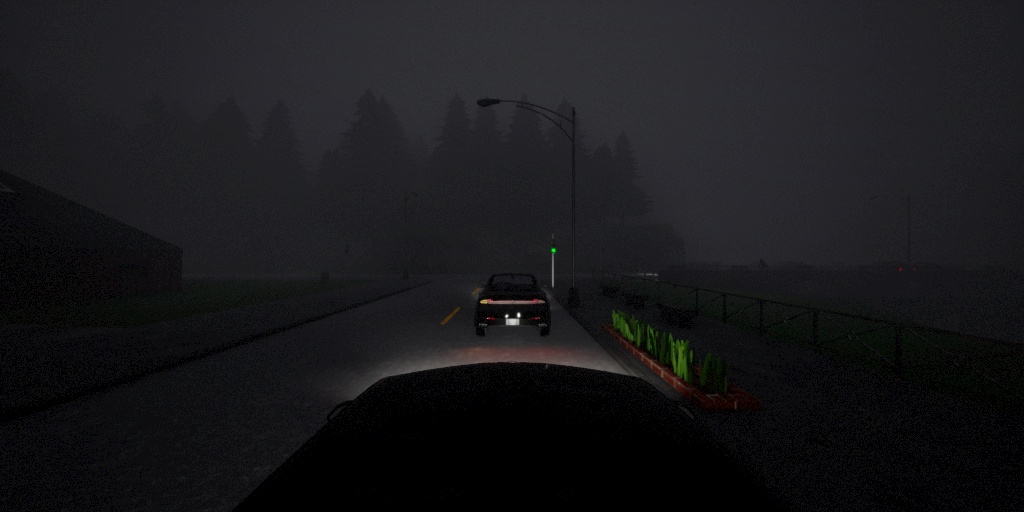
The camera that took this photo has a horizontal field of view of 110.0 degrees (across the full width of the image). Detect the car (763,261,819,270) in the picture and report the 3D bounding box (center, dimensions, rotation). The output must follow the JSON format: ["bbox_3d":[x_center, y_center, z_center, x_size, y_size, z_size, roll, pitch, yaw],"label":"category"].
[{"bbox_3d":[29.869,1.297,38.723,5.357,1.411,2.033,0,0,0],"label":"car"}]

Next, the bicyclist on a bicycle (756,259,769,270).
[{"bbox_3d":[21.215,1.099,30.347,0.582,1.620,1.656,0,0,0],"label":"bicyclist on a bicycle"}]

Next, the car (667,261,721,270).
[{"bbox_3d":[19.570,1.297,38.750,5.357,1.411,2.033,0,0,0],"label":"car"}]

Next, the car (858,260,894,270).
[{"bbox_3d":[40.337,1.228,38.676,5.008,1.535,1.882,0,0,0],"label":"car"}]

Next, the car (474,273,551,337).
[{"bbox_3d":[0.021,1.242,10.337,2.128,1.511,4.902,0,0,0],"label":"car"}]

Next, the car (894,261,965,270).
[{"bbox_3d":[40.455,1.351,34.598,4.718,1.301,1.895,0,0,0],"label":"car"}]
